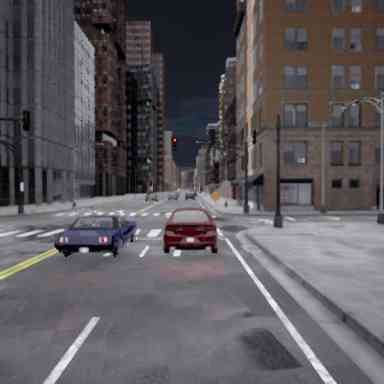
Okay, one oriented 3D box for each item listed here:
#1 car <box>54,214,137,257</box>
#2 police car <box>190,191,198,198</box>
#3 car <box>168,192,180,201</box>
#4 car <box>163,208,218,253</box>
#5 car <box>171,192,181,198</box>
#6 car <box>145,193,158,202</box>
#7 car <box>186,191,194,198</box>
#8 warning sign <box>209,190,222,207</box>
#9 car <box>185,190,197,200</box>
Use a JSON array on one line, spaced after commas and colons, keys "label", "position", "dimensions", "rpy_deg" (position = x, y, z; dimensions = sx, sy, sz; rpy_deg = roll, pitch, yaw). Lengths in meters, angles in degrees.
[{"label": "car", "position": [-3.298, 1.474, 12.420], "dimensions": [1.895, 1.301, 4.718], "rpy_deg": [0, 1, 0]}, {"label": "police car", "position": [0.430, 0.583, 87.091], "dimensions": [1.930, 1.638, 5.238], "rpy_deg": [0, 1, 0]}, {"label": "car", "position": [-3.627, 0.923, 63.591], "dimensions": [2.033, 1.411, 5.357], "rpy_deg": [0, 1, 0]}, {"label": "car", "position": [-0.046, 1.344, 13.080], "dimensions": [1.882, 1.535, 5.008], "rpy_deg": [0, 1, 0]}, {"label": "car", "position": [-3.734, 0.636, 77.352], "dimensions": [2.033, 1.411, 5.357], "rpy_deg": [0, 1, 0]}, {"label": "car", "position": [-6.915, 0.940, 57.161], "dimensions": [1.837, 1.490, 4.892], "rpy_deg": [0, 1, 0]}, {"label": "car", "position": [-0.479, 0.546, 76.539], "dimensions": [1.882, 1.535, 5.008], "rpy_deg": [0, 1, 0]}, {"label": "warning sign", "position": [2.622, 0.746, 36.988], "dimensions": [1.300, 1.860, 1.060], "rpy_deg": [0, 1, 0]}, {"label": "car", "position": [-0.372, 0.862, 64.969], "dimensions": [1.837, 1.490, 4.892], "rpy_deg": [0, -1, 0]}]
